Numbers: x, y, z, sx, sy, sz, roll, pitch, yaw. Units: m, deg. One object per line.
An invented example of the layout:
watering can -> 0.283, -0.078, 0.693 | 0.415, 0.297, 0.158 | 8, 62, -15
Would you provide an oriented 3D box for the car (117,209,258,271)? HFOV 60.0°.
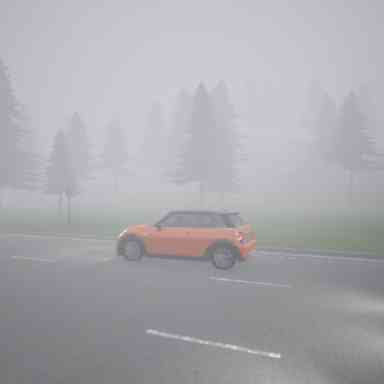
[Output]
car -> -0.215, 1.344, 10.950 | 4.553, 1.767, 2.097 | 0, 0, 23
